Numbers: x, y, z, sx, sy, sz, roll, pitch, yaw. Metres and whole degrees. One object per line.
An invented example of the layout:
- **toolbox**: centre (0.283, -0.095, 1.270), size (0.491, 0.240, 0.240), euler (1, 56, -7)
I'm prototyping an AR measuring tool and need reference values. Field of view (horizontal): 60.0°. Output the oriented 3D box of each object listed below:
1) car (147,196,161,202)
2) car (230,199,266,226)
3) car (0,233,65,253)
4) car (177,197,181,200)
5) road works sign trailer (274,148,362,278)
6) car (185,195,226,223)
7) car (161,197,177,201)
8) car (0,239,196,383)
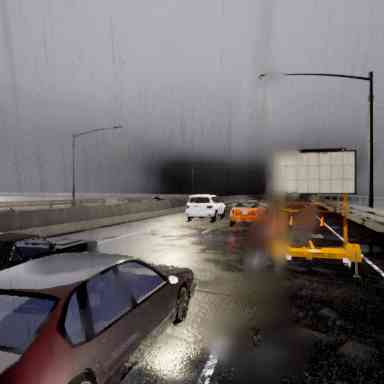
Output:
- **car**: centre (-6.749, 1.536, 61.548), size (1.812, 1.442, 4.674), euler (0, 0, 17)
- **car**: centre (4.027, 1.358, 23.492), size (2.097, 1.767, 4.553), euler (0, 0, 16)
- **car**: centre (-4.139, 1.602, 7.734), size (1.895, 1.301, 4.718), euler (0, 0, 16)
- **car**: centre (-0.507, 1.574, 58.061), size (1.994, 1.385, 4.181), euler (0, 0, 17)
- **road works sign trailer**: centre (3.785, 0.468, 10.399), size (2.380, 3.560, 2.880), euler (0, 0, 16)
- **car**: centre (1.167, 1.230, 26.192), size (2.150, 2.045, 5.566), euler (0, 0, 16)
- **car**: centre (-3.423, 1.611, 60.479), size (1.895, 1.301, 4.718), euler (0, 0, 17)
- **car**: centre (-1.461, 1.548, 4.346), size (2.033, 1.411, 5.357), euler (0, 0, 16)
